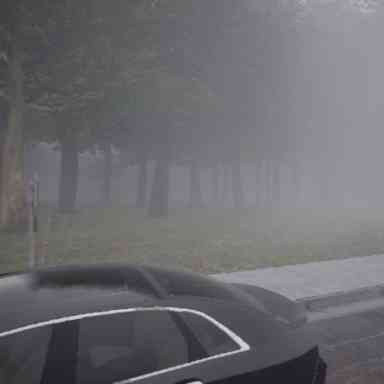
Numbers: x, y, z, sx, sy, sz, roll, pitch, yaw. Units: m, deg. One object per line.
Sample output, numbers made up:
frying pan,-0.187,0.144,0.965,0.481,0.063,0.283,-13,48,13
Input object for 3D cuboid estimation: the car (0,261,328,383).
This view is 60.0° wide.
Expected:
car,-1.251,1.400,2.431,4.892,1.490,1.837,0,2,-25
